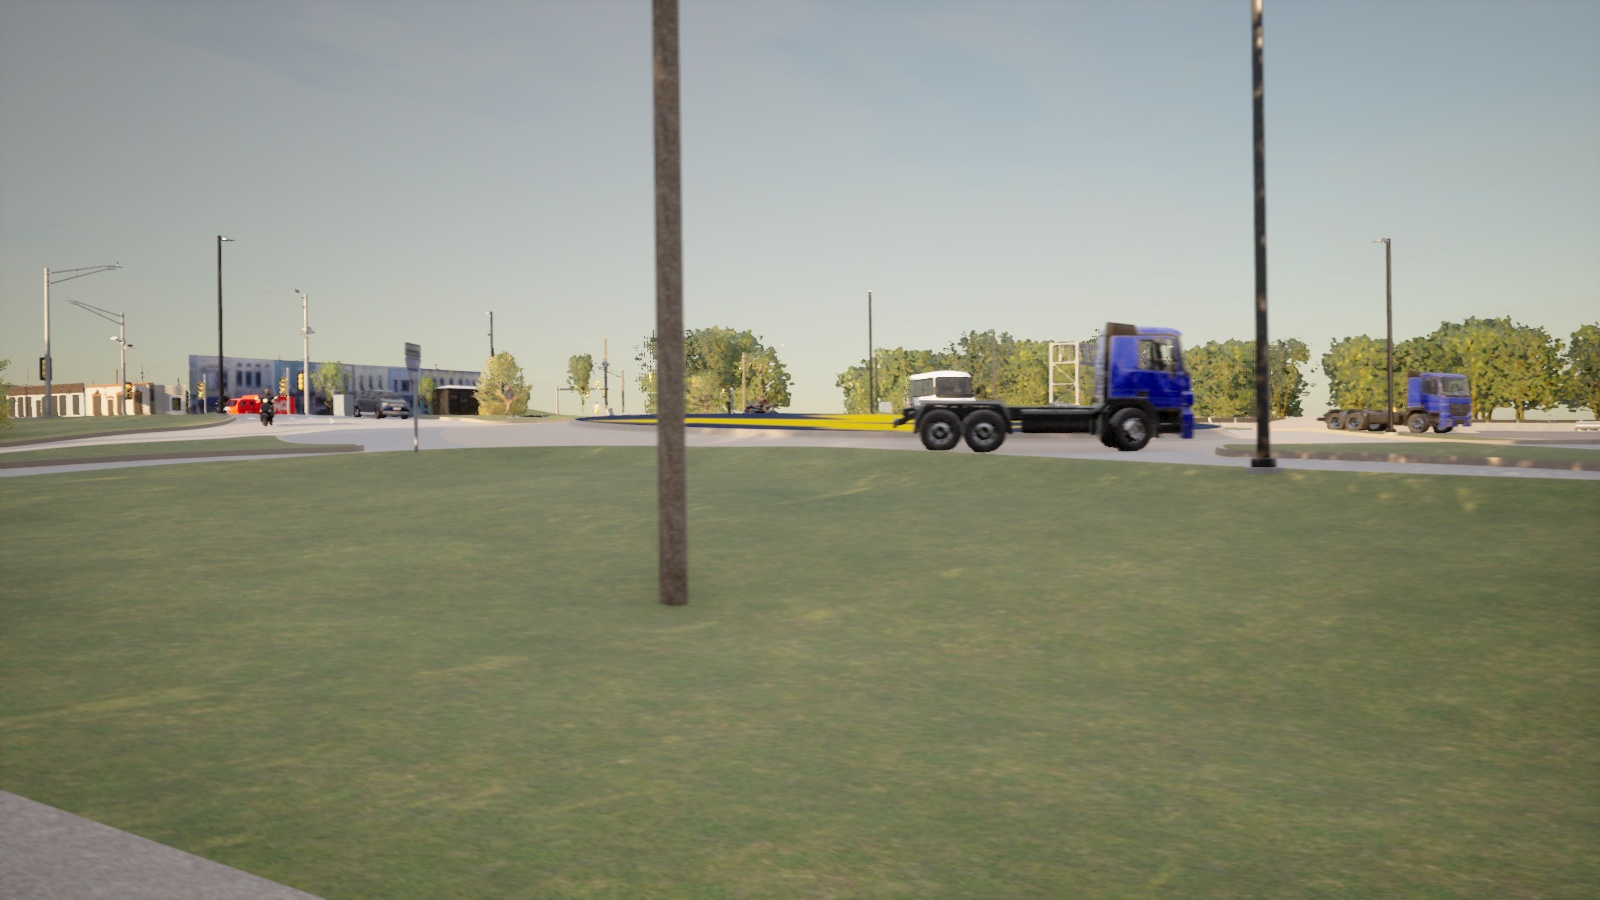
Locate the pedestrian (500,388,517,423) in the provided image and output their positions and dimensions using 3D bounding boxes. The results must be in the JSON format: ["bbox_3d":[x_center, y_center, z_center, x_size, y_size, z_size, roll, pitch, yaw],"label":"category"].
[{"bbox_3d":[-15.971,-2.428,68.854,0.540,1.848,0.694,-2,0,23],"label":"pedestrian"}]

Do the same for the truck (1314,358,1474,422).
[{"bbox_3d":[33.955,-3.333,72.096,2.891,3.462,7.936,-1,2,-34],"label":"truck"}]

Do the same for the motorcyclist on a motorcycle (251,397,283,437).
[{"bbox_3d":[-21.939,-1.366,51.733,0.866,1.590,1.817,-2,4,-14],"label":"motorcyclist on a motorcycle"}]

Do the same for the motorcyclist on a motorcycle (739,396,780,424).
[{"bbox_3d":[-2.332,-2.298,72.134,2.191,1.530,0.866,1,-2,-19],"label":"motorcyclist on a motorcycle"}]

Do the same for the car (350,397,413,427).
[{"bbox_3d":[-22.374,-2.026,67.078,1.789,1.549,3.705,0,2,-43],"label":"car"}]

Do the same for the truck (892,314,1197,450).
[{"bbox_3d":[6.538,-1.853,34.613,7.936,3.462,2.891,-1,4,5],"label":"truck"}]
